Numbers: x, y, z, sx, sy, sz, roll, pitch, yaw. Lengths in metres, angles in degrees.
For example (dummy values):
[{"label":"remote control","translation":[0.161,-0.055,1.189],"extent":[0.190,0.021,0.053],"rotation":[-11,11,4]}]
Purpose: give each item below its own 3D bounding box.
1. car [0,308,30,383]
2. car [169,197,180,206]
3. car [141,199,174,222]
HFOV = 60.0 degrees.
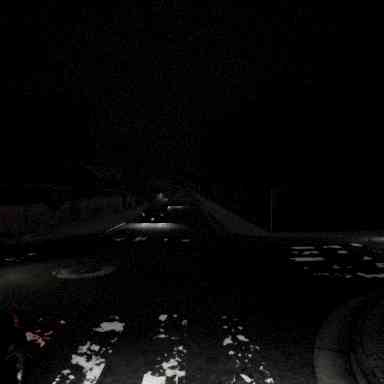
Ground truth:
[{"label":"car","translation":[-2.759,1.561,1.938],"extent":[1.994,1.385,4.181],"rotation":[0,0,0]},{"label":"car","translation":[-2.866,1.473,52.224],"extent":[1.812,1.442,4.674],"rotation":[0,0,0]},{"label":"car","translation":[-2.808,1.546,26.436],"extent":[2.033,1.411,5.357],"rotation":[0,0,0]}]
